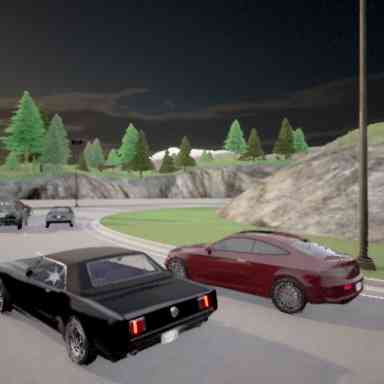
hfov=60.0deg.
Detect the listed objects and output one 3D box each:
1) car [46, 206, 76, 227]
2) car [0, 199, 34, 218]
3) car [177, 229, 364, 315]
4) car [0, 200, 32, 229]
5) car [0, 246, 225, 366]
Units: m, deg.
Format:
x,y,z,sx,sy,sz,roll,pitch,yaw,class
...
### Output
x,y,z,sx,sy,sz,roll,pitch,yaw,class
-9.752,1.761,24.836,2.033,1.411,5.357,0,-1,-18,car
-18.130,1.631,33.887,2.097,1.767,4.553,0,-1,-4,car
1.398,1.605,7.766,4.674,1.442,1.812,0,0,41,car
-12.592,1.540,22.879,2.097,1.767,4.553,0,-1,-20,car
-1.918,1.655,5.965,4.718,1.301,1.895,0,-1,43,car
